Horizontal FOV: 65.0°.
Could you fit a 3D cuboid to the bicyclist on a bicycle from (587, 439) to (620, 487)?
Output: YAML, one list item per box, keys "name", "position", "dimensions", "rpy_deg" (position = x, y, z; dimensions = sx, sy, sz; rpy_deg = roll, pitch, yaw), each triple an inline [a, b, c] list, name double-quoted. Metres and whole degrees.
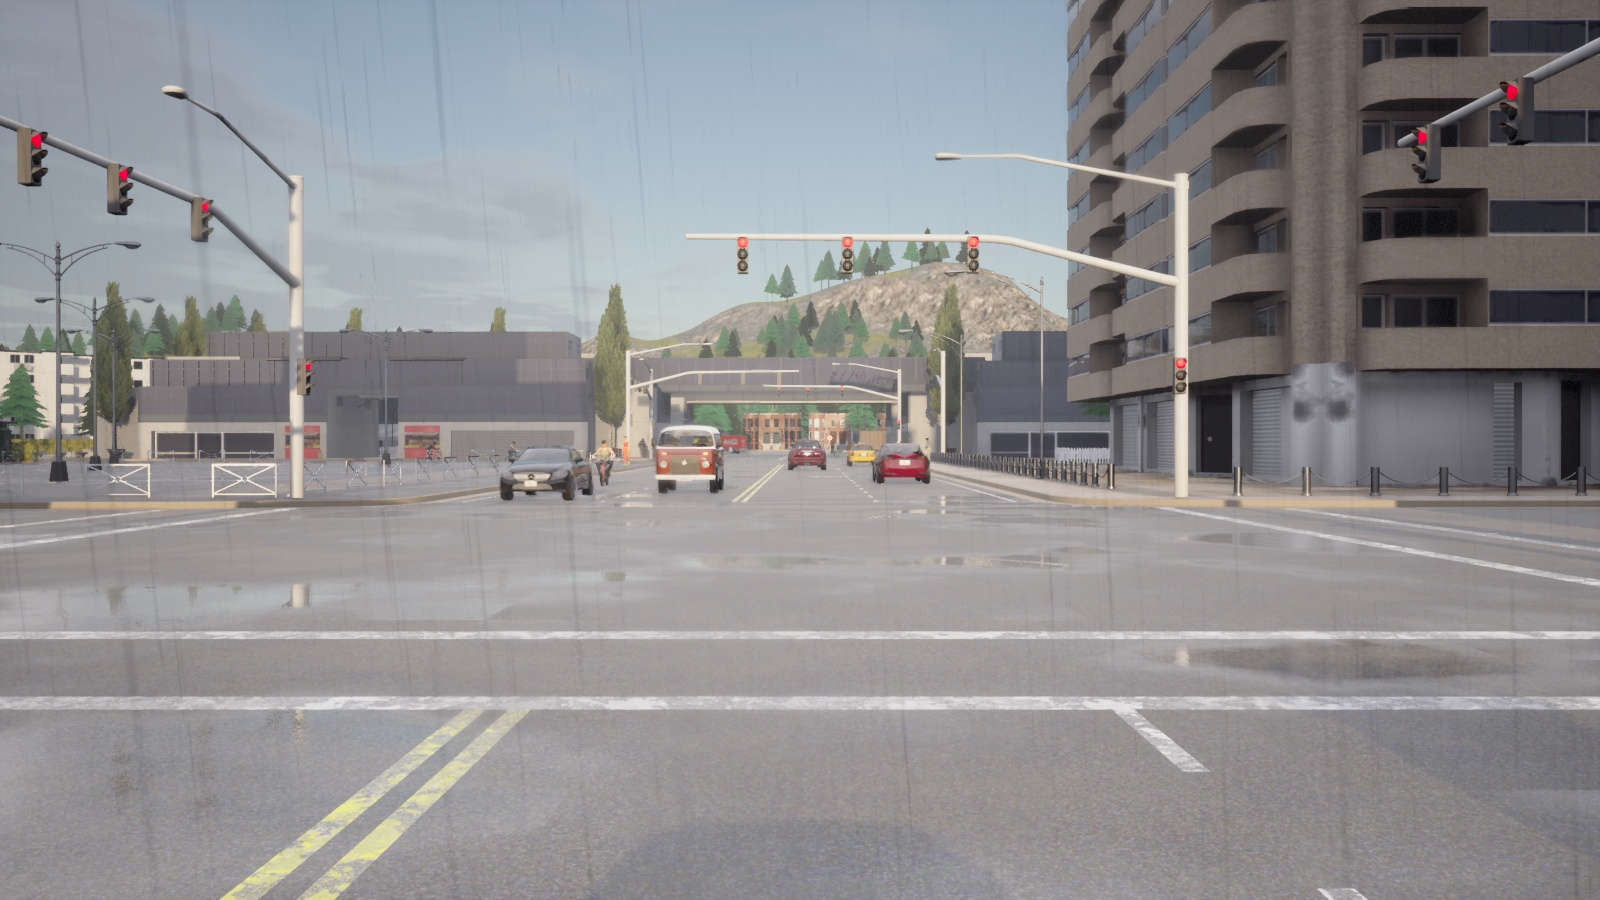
- name: "bicyclist on a bicycle"
  position: [-6.748, 0.435, 43.167]
  dimensions: [0.866, 1.612, 1.509]
  rpy_deg: [0, 1, 0]

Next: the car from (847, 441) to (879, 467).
- name: "car"
  position: [3.962, 0.236, 80.183]
  dimensions: [1.801, 1.575, 5.366]
  rpy_deg: [0, 0, 0]

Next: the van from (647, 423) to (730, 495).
- name: "van"
  position: [-3.274, 0.257, 37.822]
  dimensions: [2.069, 2.038, 4.480]
  rpy_deg: [0, 0, 0]

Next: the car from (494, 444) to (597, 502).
- name: "car"
  position: [-6.796, 0.575, 33.996]
  dimensions: [1.812, 1.442, 4.674]
  rpy_deg: [0, 0, 0]

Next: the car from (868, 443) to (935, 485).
- name: "car"
  position: [3.779, 0.481, 47.472]
  dimensions: [2.163, 1.488, 4.792]
  rpy_deg: [0, 0, 0]

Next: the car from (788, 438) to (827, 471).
- name: "car"
  position: [0.404, 0.211, 69.817]
  dimensions: [2.097, 1.767, 4.553]
  rpy_deg: [0, 0, 0]
